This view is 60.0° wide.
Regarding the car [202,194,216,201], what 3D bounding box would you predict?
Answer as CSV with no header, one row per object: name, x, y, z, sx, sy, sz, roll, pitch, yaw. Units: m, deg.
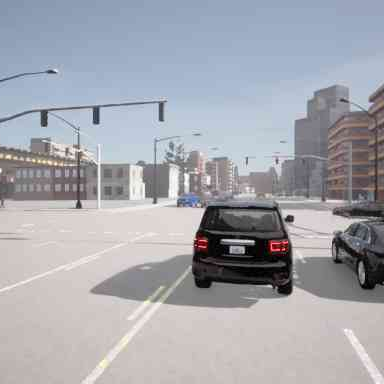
car,3.456,1.075,68.235,2.033,1.411,5.357,0,1,12

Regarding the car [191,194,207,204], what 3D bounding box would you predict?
car,1.295,1.217,57.975,1.837,1.490,4.892,0,1,11

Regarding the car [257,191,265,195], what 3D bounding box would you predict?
car,17.620,0.559,85.140,2.097,1.767,4.553,0,1,11

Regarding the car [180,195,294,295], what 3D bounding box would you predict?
car,1.558,1.221,9.073,2.150,2.045,5.566,0,0,15

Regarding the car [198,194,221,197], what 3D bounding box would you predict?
car,2.436,1.381,46.090,1.837,1.490,4.892,0,1,12

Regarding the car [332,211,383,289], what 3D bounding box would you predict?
car,5.118,1.505,8.945,1.837,1.490,4.892,0,0,11

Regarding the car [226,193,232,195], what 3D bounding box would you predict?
car,6.186,1.091,64.275,1.837,1.490,4.892,0,1,12

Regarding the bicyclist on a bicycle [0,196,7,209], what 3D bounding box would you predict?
bicyclist on a bicycle,-23.742,1.303,41.537,0.582,1.620,1.656,0,0,10

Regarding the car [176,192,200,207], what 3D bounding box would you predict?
car,-0.639,1.079,48.503,2.150,2.045,5.566,0,1,12

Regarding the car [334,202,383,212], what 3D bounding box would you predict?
car,14.714,1.526,27.923,5.357,1.411,2.033,1,0,25
